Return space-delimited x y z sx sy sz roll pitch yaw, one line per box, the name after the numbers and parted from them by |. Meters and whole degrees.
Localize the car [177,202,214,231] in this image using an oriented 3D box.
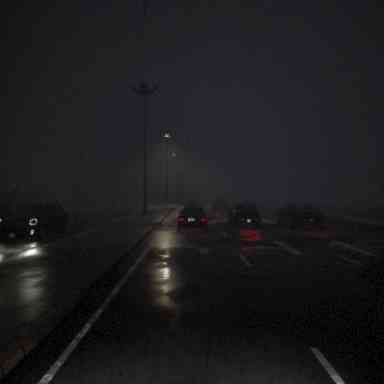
0.044 1.567 20.764 2.033 1.411 5.357 0 0 0 | car

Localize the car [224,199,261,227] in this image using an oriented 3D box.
3.555 1.527 23.152 1.837 1.490 4.892 0 0 0 | car

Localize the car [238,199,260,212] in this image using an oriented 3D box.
6.999 1.602 41.166 1.994 1.385 4.181 0 0 0 | car

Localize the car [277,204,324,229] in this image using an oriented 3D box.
7.050 1.498 22.037 1.882 1.535 5.008 0 0 0 | car

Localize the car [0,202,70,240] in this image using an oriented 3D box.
-8.034 1.368 17.121 2.097 1.767 4.553 0 0 1 | car

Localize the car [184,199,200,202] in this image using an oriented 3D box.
-0.003 1.602 41.534 1.994 1.385 4.181 0 0 0 | car

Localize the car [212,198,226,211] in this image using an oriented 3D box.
3.500 1.529 40.980 2.128 1.511 4.902 0 0 0 | car
